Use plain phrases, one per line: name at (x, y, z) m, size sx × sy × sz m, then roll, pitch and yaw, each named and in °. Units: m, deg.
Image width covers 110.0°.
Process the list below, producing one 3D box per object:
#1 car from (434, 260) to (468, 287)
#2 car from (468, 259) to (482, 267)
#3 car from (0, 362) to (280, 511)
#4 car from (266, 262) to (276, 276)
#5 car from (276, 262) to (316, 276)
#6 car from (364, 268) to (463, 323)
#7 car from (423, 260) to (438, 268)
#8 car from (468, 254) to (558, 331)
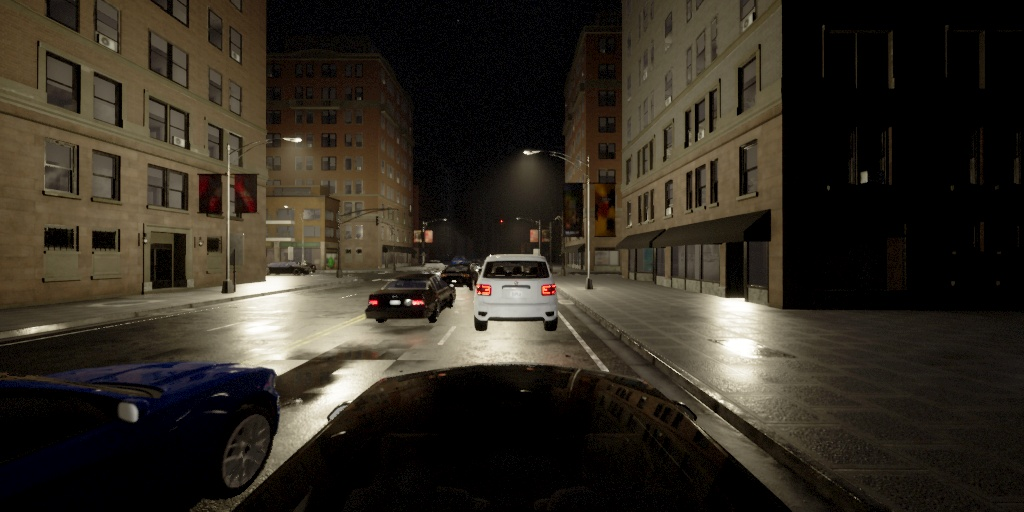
car at (-3.150, 1.227, 22.012) m, size 1.882 × 1.535 × 5.008 m, roll 0°, pitch 0°, yaw 0°
car at (-6.560, 1.245, 64.211) m, size 1.837 × 1.490 × 4.892 m, roll 0°, pitch 0°, yaw 0°
car at (-3.151, 1.228, 1.425) m, size 1.882 × 1.535 × 5.008 m, roll 0°, pitch 0°, yaw 0°
car at (-25.416, 1.169, 34.109) m, size 4.097 × 1.591 × 1.967 m, roll 0°, pitch 0°, yaw 0°
car at (-23.141, 1.288, 36.638) m, size 5.357 × 1.411 × 2.033 m, roll 0°, pitch 0°, yaw 0°
car at (-3.153, 1.297, 12.159) m, size 2.033 × 1.411 × 5.357 m, roll 0°, pitch 0°, yaw 0°
car at (-9.849, 1.280, 45.326) m, size 1.812 × 1.442 × 4.674 m, roll 0°, pitch 0°, yaw 0°
car at (0.100, 0.971, 11.090) m, size 2.150 × 2.045 × 5.566 m, roll 0°, pitch 0°, yaw 0°
